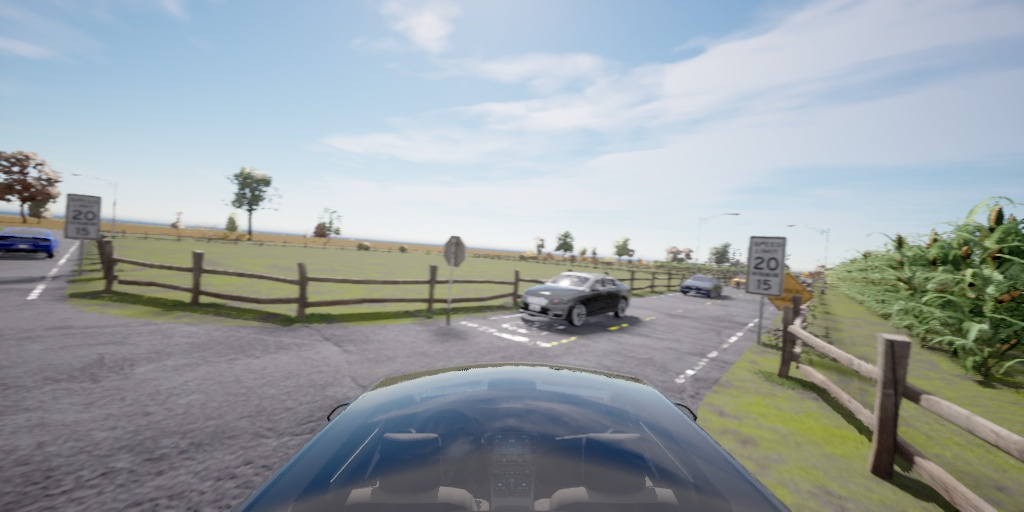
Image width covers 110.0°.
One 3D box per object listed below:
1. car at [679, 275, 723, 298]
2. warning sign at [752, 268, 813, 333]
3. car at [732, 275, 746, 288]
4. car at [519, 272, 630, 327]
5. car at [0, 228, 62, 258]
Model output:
[{"bbox_3d":[13.463,2.086,25.228,2.033,1.411,5.357,5,1,40],"label":"car"},{"bbox_3d":[8.130,1.409,10.770,1.300,1.860,1.060,0,0,40],"label":"warning sign"},{"bbox_3d":[25.679,2.832,39.541,1.882,1.535,5.008,5,1,40],"label":"car"},{"bbox_3d":[2.285,1.305,12.040,2.128,1.511,4.902,5,1,42],"label":"car"},{"bbox_3d":[-25.793,-0.773,19.178,5.008,1.535,1.882,4,1,41],"label":"car"}]
